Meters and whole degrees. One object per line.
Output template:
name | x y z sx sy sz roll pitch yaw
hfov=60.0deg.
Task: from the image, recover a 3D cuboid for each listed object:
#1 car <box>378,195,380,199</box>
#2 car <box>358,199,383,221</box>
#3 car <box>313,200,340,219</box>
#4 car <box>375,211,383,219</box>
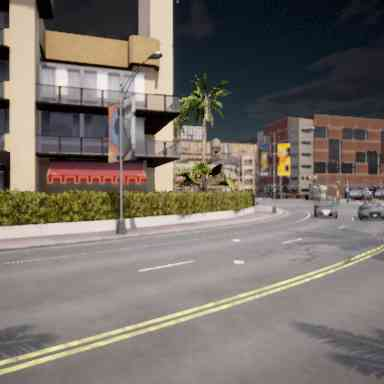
car | 44.865 1.272 76.308 1.816 1.474 4.193 0 0 -17
car | 14.260 1.520 26.239 1.994 1.385 4.181 0 0 25
car | 11.631 1.449 28.804 2.128 1.511 4.902 0 0 22
car | 8.437 1.469 11.759 2.128 1.511 4.902 0 0 43
